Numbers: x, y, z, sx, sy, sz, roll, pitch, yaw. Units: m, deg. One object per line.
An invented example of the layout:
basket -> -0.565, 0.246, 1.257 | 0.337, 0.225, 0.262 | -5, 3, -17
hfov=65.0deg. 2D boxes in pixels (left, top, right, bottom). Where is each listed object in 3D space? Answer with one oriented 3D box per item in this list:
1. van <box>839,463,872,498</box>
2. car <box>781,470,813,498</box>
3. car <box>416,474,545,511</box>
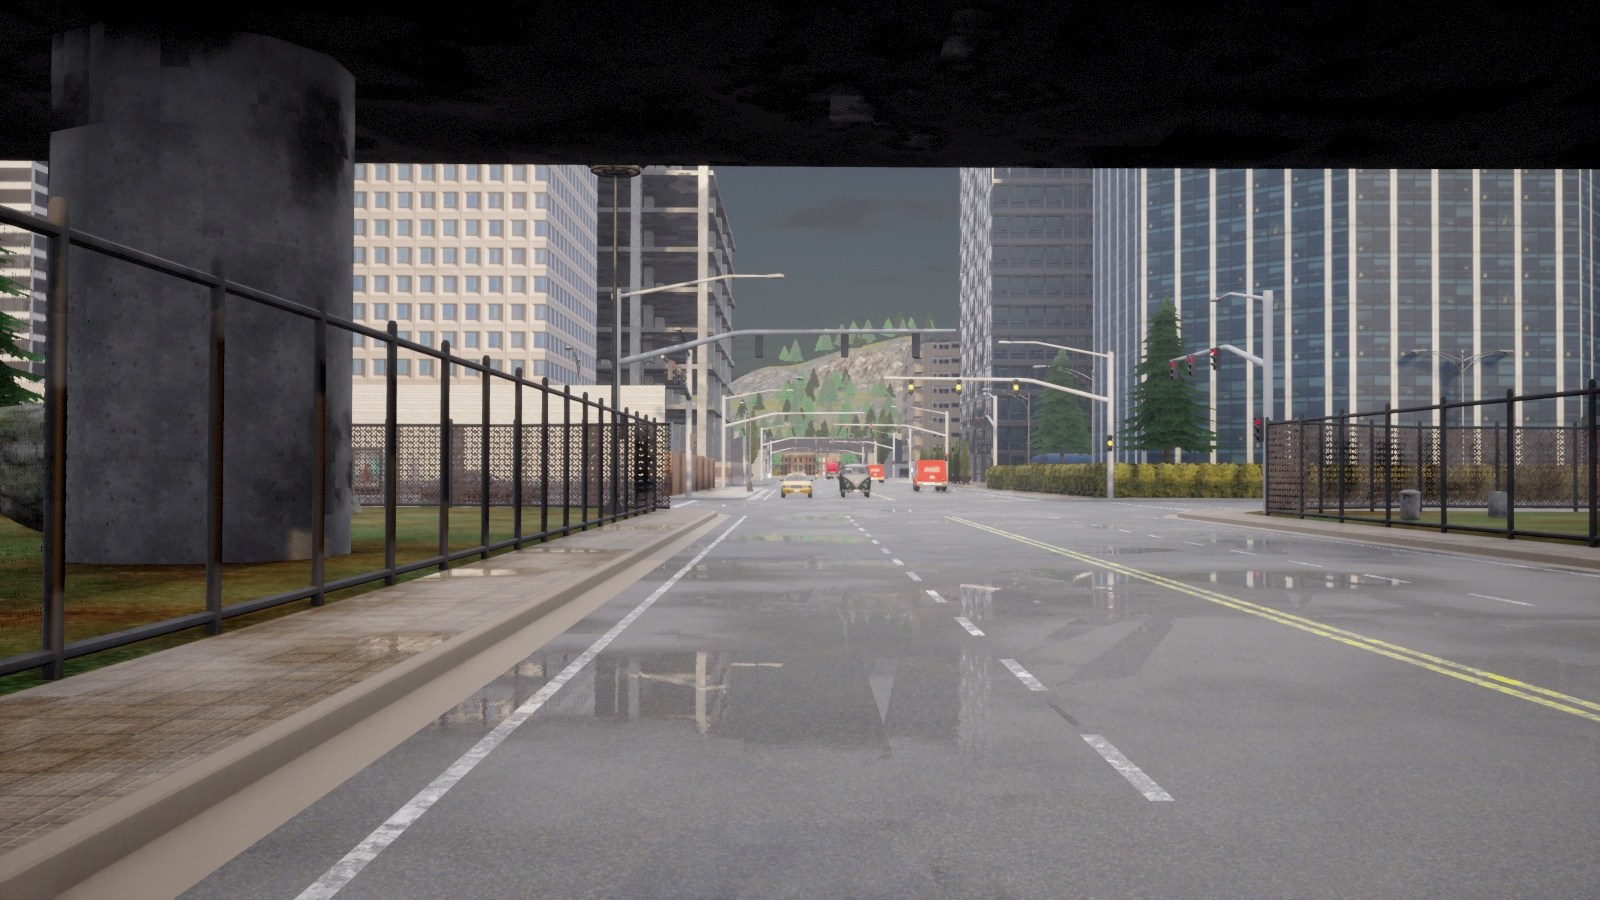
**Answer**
van -> 3.321, 1.820, 75.588 | 1.775, 1.987, 4.442 | 0, -1, 0
car -> -0.175, 1.995, 74.092 | 1.801, 1.575, 5.366 | 0, -1, 0
car -> -12.717, 1.676, 50.171 | 4.674, 1.442, 1.812 | 0, -1, 0
